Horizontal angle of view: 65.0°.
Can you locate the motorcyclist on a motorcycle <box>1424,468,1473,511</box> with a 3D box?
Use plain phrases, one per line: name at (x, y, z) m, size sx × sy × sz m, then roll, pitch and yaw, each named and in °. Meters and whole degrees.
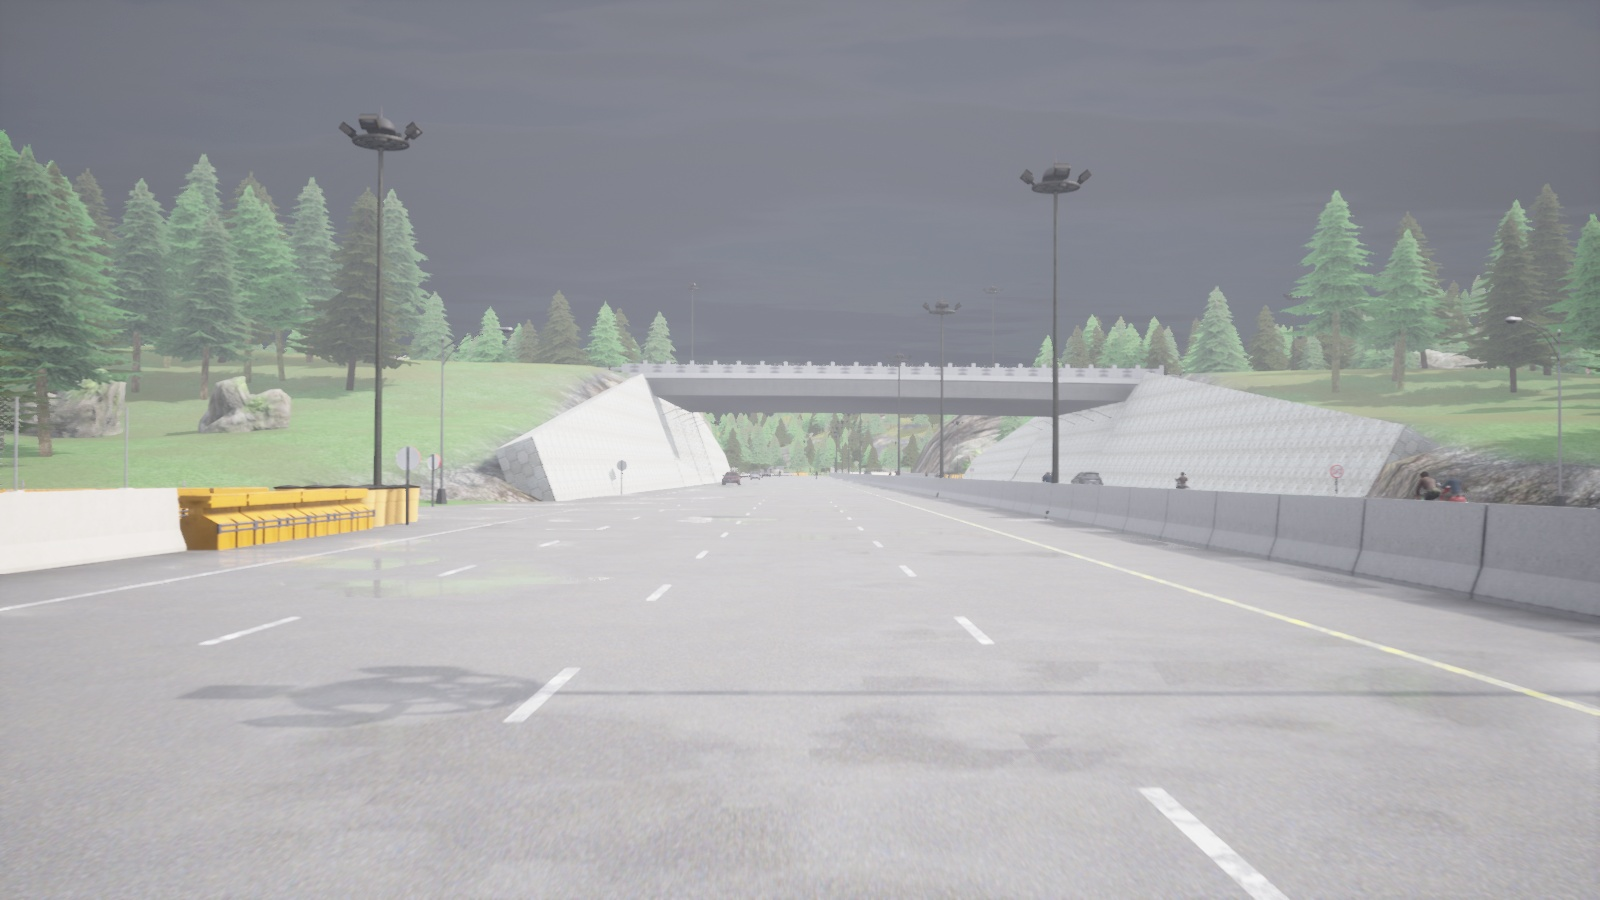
motorcyclist on a motorcycle at (24.385, 1.461, 47.249) m, size 0.866 × 1.590 × 1.817 m, roll 0°, pitch -1°, yaw 0°
